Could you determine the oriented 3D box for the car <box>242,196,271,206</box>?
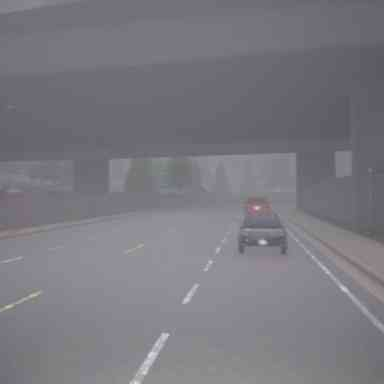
[{"bbox_3d":[5.555,1.403,28.607,2.150,2.045,5.566,-1,0,10],"label":"car"}]

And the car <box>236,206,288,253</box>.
[{"bbox_3d":[2.931,1.583,14.112,2.128,1.511,4.902,-1,0,10],"label":"car"}]
